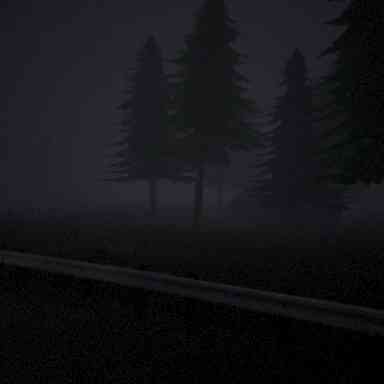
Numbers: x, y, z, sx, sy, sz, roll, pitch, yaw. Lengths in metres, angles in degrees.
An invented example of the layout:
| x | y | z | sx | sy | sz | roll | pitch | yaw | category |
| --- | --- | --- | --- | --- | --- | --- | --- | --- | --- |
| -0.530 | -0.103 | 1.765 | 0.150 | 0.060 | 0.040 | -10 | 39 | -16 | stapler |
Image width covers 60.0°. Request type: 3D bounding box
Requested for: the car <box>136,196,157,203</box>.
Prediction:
| x | y | z | sx | sy | sz | roll | pitch | yaw | category |
| --- | --- | --- | --- | --- | --- | --- | --- | --- | --- |
| -9.045 | 1.675 | 66.473 | 1.812 | 1.442 | 4.674 | 0 | 0 | 8 | car |

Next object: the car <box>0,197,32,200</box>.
| x | y | z | sx | sy | sz | roll | pitch | yaw | category |
| --- | --- | --- | --- | --- | --- | --- | --- | --- | --- |
| -31.907 | 1.690 | 59.735 | 1.882 | 1.535 | 5.008 | 0 | 0 | 17 | car |

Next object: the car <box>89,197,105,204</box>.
| x | y | z | sx | sy | sz | roll | pitch | yaw | category |
| --- | --- | --- | --- | --- | --- | --- | --- | --- | --- |
| -19.428 | 1.664 | 67.943 | 1.882 | 1.535 | 5.008 | 0 | 0 | 5 | car |

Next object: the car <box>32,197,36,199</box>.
| x | y | z | sx | sy | sz | roll | pitch | yaw | category |
| --- | --- | --- | --- | --- | --- | --- | --- | --- | --- |
| -36.231 | 1.779 | 74.942 | 2.128 | 1.511 | 4.902 | 0 | 0 | 5 | car |

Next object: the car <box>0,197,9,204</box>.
| x | y | z | sx | sy | sz | roll | pitch | yaw | category |
| --- | --- | --- | --- | --- | --- | --- | --- | --- | --- |
| -40.458 | 1.810 | 69.251 | 1.994 | 1.385 | 4.181 | 0 | 0 | 13 | car |

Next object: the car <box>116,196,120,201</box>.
| x | y | z | sx | sy | sz | roll | pitch | yaw | category |
| --- | --- | --- | --- | --- | --- | --- | --- | --- | --- |
| -19.081 | 1.722 | 88.214 | 1.837 | 1.490 | 4.892 | 0 | 0 | -10 | car |

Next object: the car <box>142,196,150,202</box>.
| x | y | z | sx | sy | sz | roll | pitch | yaw | category |
| --- | --- | --- | --- | --- | --- | --- | --- | --- | --- |
| -11.834 | 1.717 | 85.602 | 1.812 | 1.442 | 4.674 | 0 | 0 | -6 | car |

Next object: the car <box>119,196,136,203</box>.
| x | y | z | sx | sy | sz | roll | pitch | yaw | category |
| --- | --- | --- | --- | --- | --- | --- | --- | --- | --- |
| -12.417 | 1.652 | 67.550 | 2.128 | 1.511 | 4.902 | 0 | 0 | 7 | car |

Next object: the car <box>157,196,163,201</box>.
| x | y | z | sx | sy | sz | roll | pitch | yaw | category |
| --- | --- | --- | --- | --- | --- | --- | --- | --- | --- |
| -8.260 | 1.658 | 84.851 | 1.882 | 1.535 | 5.008 | 0 | 0 | -6 | car |

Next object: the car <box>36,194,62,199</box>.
| x | y | z | sx | sy | sz | roll | pitch | yaw | category |
| --- | --- | --- | --- | --- | --- | --- | --- | --- | --- |
| -29.690 | 1.449 | 70.241 | 2.150 | 2.045 | 5.566 | 0 | 0 | 9 | car |
